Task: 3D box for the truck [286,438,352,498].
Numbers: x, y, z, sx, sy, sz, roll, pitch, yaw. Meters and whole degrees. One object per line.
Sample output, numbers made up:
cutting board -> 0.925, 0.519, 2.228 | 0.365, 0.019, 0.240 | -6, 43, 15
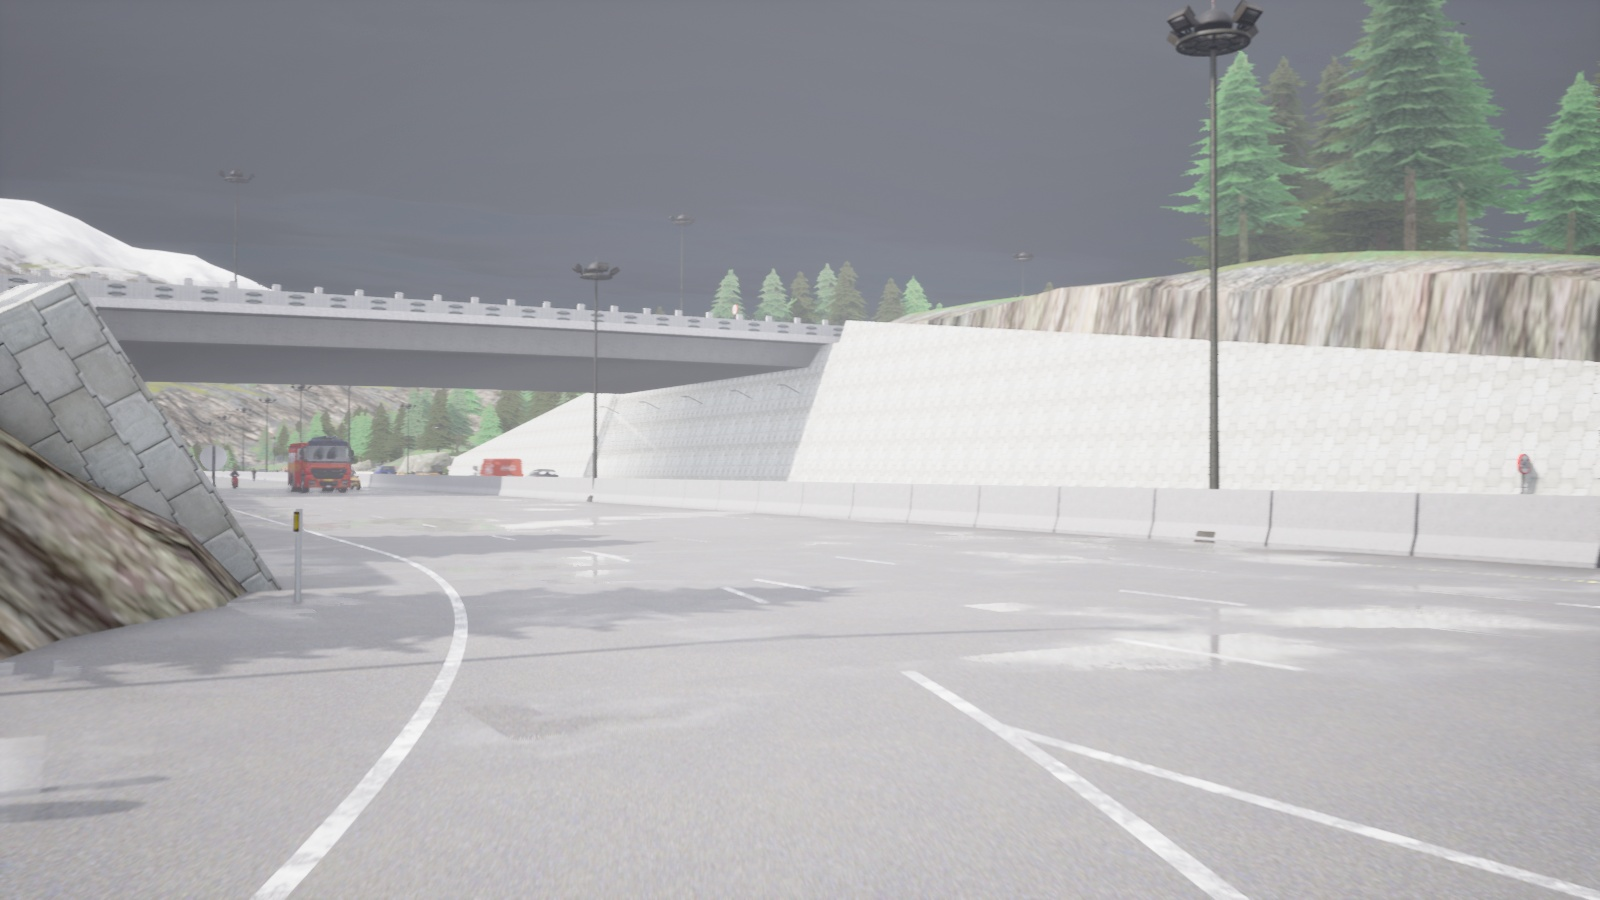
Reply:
truck -> -32.634, 1.238, 85.031 | 2.891, 3.827, 8.468 | 0, -1, -30
